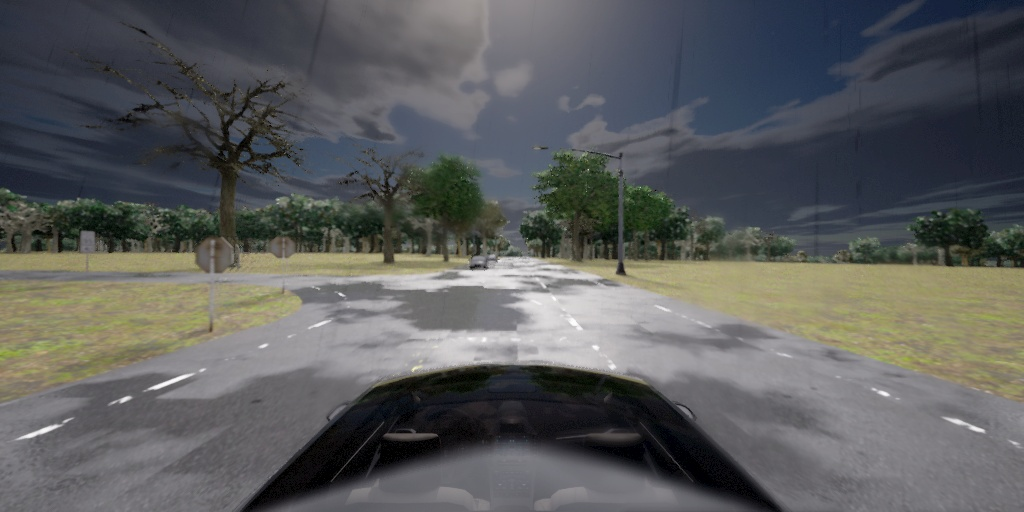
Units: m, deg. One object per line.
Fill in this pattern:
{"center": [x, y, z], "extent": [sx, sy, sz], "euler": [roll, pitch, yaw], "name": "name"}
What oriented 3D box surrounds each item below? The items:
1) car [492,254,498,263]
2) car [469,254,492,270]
{"center": [-3.545, 0.440, 64.197], "extent": [1.812, 1.442, 4.674], "euler": [0, 1, 0], "name": "car"}
{"center": [-3.498, 0.740, 38.693], "extent": [1.837, 1.490, 4.892], "euler": [0, 1, 0], "name": "car"}
